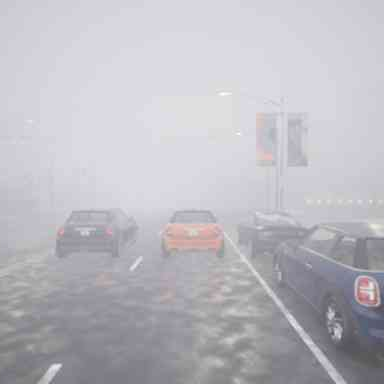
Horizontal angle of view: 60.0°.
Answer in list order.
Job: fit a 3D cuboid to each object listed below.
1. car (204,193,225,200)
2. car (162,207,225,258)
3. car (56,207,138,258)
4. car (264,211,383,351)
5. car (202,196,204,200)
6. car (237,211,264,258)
[{"bbox_3d":[6.482,1.198,88.863,5.566,2.045,2.150,0,0,-43],"label":"car"},{"bbox_3d":[0.054,1.348,12.901,2.097,1.767,4.553,0,0,0],"label":"car"},{"bbox_3d":[-3.446,1.348,12.899,2.097,1.767,4.553,0,0,0],"label":"car"},{"bbox_3d":[3.044,1.352,6.380,2.185,1.767,4.553,0,0,0],"label":"car"},{"bbox_3d":[4.837,1.327,92.099,4.553,1.767,2.097,0,0,-43],"label":"car"},{"bbox_3d":[2.909,1.476,12.805,2.097,1.535,5.008,0,0,0],"label":"car"}]
